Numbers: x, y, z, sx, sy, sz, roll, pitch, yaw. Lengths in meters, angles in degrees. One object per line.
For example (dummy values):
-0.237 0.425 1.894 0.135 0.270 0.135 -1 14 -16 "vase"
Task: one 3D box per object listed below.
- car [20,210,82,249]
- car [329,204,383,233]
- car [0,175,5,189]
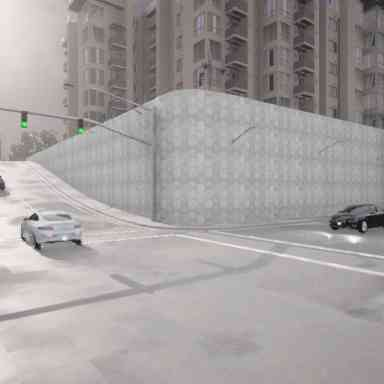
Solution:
-6.249 1.524 14.618 1.812 1.442 4.674 0 0 -36 "car"
10.120 1.504 19.816 4.892 1.490 1.837 0 0 -36 "car"
-21.126 -1.277 35.315 1.994 1.385 4.181 0 12 -36 "car"
